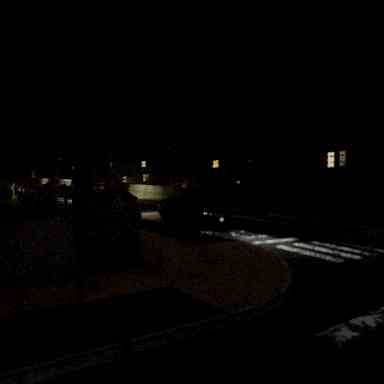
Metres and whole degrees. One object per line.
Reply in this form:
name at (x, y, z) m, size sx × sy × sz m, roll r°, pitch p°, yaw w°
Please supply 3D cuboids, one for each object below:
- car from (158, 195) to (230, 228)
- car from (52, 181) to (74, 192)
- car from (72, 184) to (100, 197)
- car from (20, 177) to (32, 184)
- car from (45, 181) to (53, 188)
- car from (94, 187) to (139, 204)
car at (0.008, 0.928, 17.700) m, size 2.128 × 1.511 × 4.902 m, roll 1°, pitch 2°, yaw -36°
car at (-13.316, -0.167, 36.389) m, size 2.128 × 1.511 × 4.902 m, roll 1°, pitch 3°, yaw -36°
car at (-13.140, -0.190, 41.199) m, size 1.895 × 1.301 × 4.718 m, roll 1°, pitch 2°, yaw -36°
car at (-40.534, -2.768, 81.011) m, size 2.097 × 1.767 × 4.553 m, roll -2°, pitch 3°, yaw -35°
car at (-22.982, -1.070, 54.987) m, size 1.812 × 1.442 × 4.674 m, roll 1°, pitch 2°, yaw -36°
car at (-5.832, 0.436, 25.886) m, size 1.882 × 1.535 × 5.008 m, roll 1°, pitch 2°, yaw -35°
